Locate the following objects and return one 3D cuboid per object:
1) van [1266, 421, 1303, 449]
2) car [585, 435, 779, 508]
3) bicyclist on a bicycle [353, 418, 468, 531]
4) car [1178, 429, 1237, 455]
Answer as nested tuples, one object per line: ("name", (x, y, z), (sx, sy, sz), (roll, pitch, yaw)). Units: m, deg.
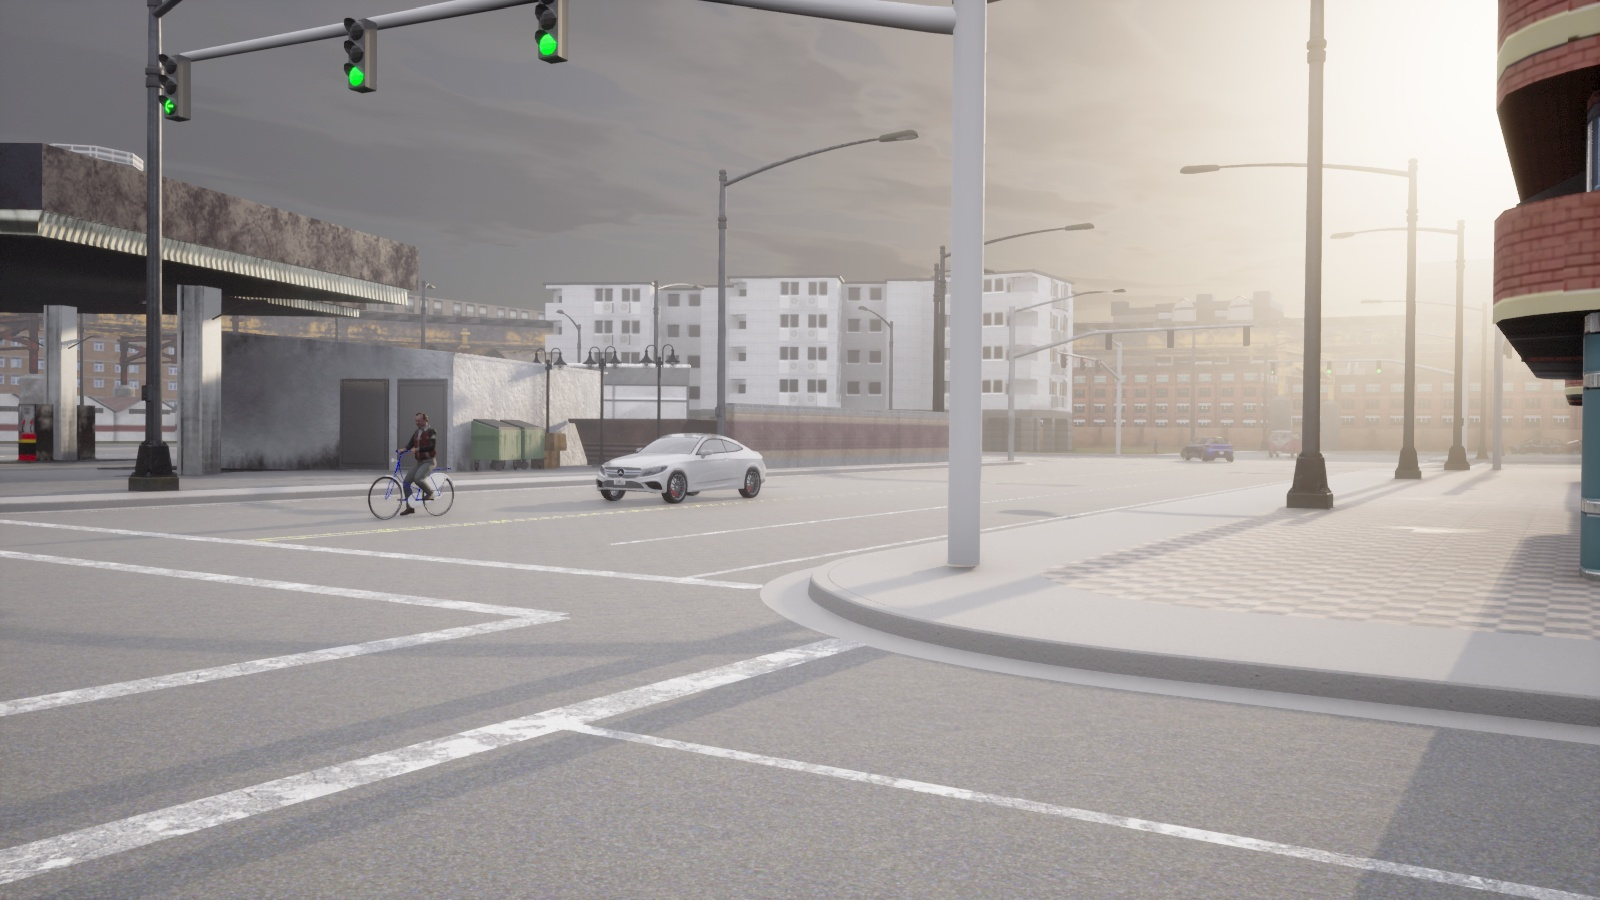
("van", (35.150, -1.077, 91.048), (1.775, 1.987, 4.442), (0, 1, 31))
("car", (-2.468, 0.404, 27.508), (1.812, 1.442, 4.674), (0, 1, 31))
("bicyclist on a bicycle", (-6.427, 0.376, 20.823), (0.659, 1.776, 1.843), (0, 1, 31))
("car", (23.757, -0.497, 73.403), (1.816, 1.474, 4.193), (-1, 1, -4))
